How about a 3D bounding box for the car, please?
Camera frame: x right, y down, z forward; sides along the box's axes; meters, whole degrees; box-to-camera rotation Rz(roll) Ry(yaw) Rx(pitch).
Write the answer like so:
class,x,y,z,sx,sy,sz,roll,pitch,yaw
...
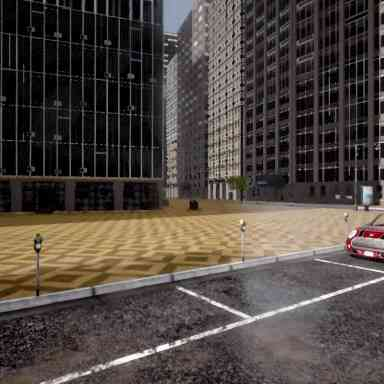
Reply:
class,x,y,z,sx,sy,sz,roll,pitch,yaw
car,7.237,1.438,11.716,4.097,1.590,1.967,0,0,-35
